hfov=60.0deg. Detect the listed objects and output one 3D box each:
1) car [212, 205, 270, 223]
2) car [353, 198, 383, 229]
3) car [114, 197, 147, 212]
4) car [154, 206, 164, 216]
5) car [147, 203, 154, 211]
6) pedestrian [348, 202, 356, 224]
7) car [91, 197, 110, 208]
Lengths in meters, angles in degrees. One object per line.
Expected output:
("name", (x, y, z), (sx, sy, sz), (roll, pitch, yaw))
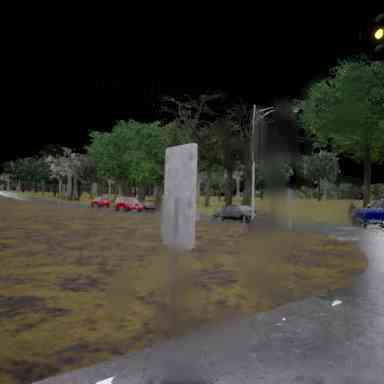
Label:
("car", (3.976, 1.793, 27.846), (2.033, 1.411, 5.357), (3, -2, -36))
("car", (12.608, 1.411, 20.799), (2.150, 2.045, 5.566), (2, -2, -11))
("car", (-8.744, 1.689, 45.575), (2.150, 2.045, 5.566), (3, -2, -35))
("car", (-1.834, 1.928, 35.903), (1.994, 1.385, 4.181), (3, -2, -37))
("car", (-7.300, 2.223, 49.844), (1.895, 1.301, 4.718), (3, -2, -36))
("pedestrian", (13.367, 1.717, 27.817), (0.375, 1.860, 0.375), (2, -1, -36))
("car", (-17.718, 1.960, 64.348), (2.150, 2.045, 5.566), (3, -2, -36))
